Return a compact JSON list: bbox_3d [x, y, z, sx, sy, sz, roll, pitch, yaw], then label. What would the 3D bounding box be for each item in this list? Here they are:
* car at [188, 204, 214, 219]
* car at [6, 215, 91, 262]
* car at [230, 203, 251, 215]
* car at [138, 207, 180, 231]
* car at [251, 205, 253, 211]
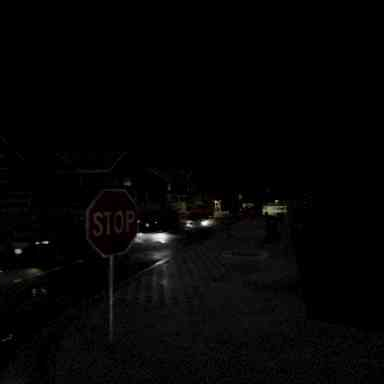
[{"bbox_3d":[1.012,2.058,35.711,1.882,1.535,5.008,0,-1,15],"label":"car"},{"bbox_3d":[-5.092,1.728,13.346,2.128,1.511,4.902,0,-1,15],"label":"car"},{"bbox_3d":[6.157,2.237,43.598,2.033,1.411,5.357,0,-1,16],"label":"car"},{"bbox_3d":[-2.259,1.903,23.796,1.837,1.490,4.892,0,0,15],"label":"car"},{"bbox_3d":[8.675,2.422,53.025,1.895,1.301,4.718,0,-1,15],"label":"car"}]
